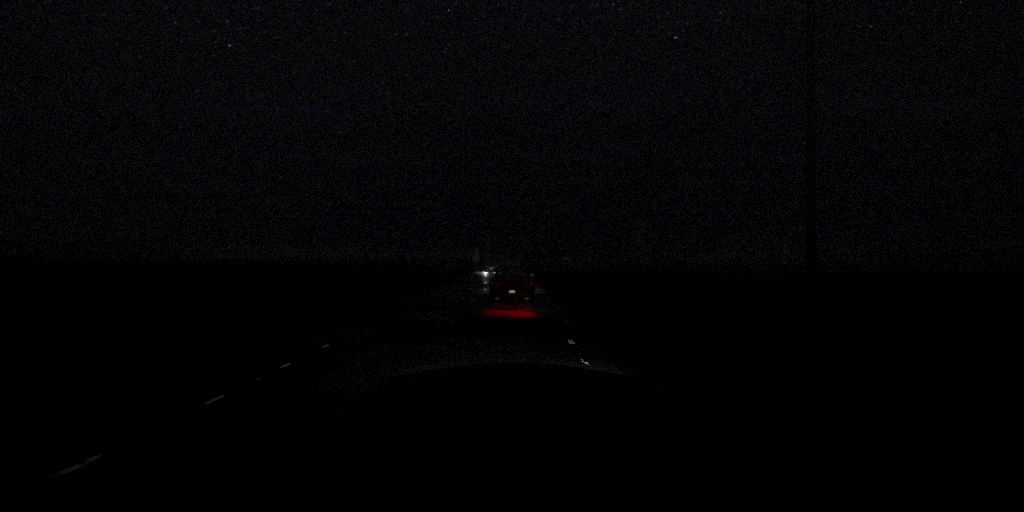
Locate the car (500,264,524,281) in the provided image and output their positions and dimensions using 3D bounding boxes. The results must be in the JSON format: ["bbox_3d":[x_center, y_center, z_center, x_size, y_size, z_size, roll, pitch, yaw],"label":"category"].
[{"bbox_3d":[0.000,1.400,31.539,1.895,1.301,4.718,0,0,0],"label":"car"}]

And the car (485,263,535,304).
[{"bbox_3d":[0.001,1.244,16.504,1.882,1.535,5.008,0,0,0],"label":"car"}]

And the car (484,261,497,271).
[{"bbox_3d":[-2.750,1.390,49.513,1.812,1.442,4.674,0,0,0],"label":"car"}]
